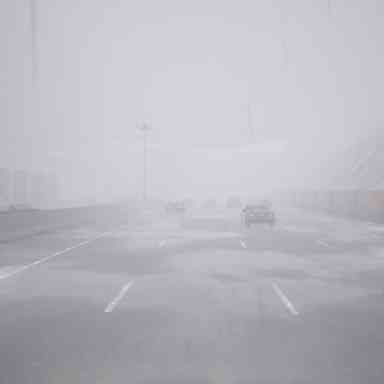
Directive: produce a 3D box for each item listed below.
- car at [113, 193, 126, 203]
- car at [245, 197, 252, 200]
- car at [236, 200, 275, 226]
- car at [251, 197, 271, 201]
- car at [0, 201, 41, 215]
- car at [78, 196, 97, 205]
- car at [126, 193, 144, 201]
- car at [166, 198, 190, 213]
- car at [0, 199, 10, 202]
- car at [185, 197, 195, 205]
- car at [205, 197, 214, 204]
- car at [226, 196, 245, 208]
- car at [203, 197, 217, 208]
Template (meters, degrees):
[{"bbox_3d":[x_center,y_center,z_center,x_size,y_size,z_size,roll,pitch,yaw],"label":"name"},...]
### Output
[{"bbox_3d":[-14.152,1.224,66.877,2.150,2.045,5.566,0,0,3],"label":"car"},{"bbox_3d":[10.188,1.601,60.074,1.895,1.301,4.718,0,0,2],"label":"car"},{"bbox_3d":[4.504,1.547,23.253,2.033,1.411,5.357,0,0,3],"label":"car"},{"bbox_3d":[9.326,1.504,43.552,1.837,1.490,4.892,0,0,3],"label":"car"},{"bbox_3d":[-13.148,1.601,24.481,1.895,1.301,4.718,0,0,3],"label":"car"},{"bbox_3d":[-18.118,1.491,57.743,2.128,1.511,4.902,0,0,3],"label":"car"},{"bbox_3d":[-10.725,1.222,65.528,2.150,2.045,5.566,0,0,3],"label":"car"},{"bbox_3d":[-1.661,1.600,36.584,1.895,1.301,4.718,0,0,4],"label":"car"},{"bbox_3d":[-22.730,1.525,39.165,1.812,1.442,4.674,0,0,4],"label":"car"},{"bbox_3d":[-0.474,1.526,56.831,1.812,1.442,4.674,0,0,3],"label":"car"},{"bbox_3d":[3.478,1.601,66.937,1.895,1.301,4.718,0,0,2],"label":"car"},{"bbox_3d":[6.107,1.356,48.434,2.097,1.767,4.553,0,0,2],"label":"car"},{"bbox_3d":[2.558,1.525,47.673,1.812,1.442,4.674,0,0,3],"label":"car"}]
